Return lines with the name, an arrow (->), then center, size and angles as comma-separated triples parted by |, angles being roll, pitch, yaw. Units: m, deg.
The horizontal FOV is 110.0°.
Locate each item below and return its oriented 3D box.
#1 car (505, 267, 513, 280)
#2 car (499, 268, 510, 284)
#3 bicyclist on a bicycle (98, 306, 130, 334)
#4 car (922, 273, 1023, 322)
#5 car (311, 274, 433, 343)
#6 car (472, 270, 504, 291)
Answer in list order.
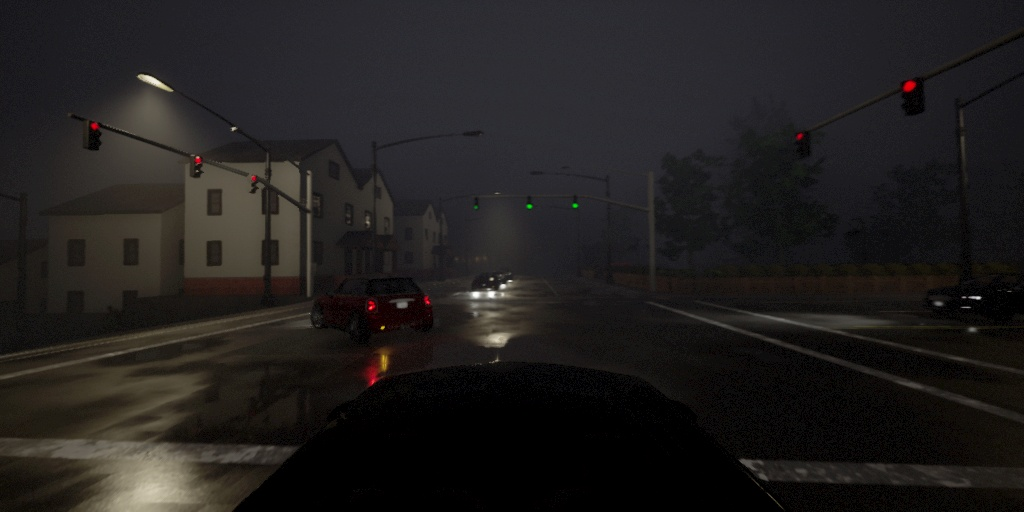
car -> -0.997, 2.386, 49.439 | 2.097, 1.767, 4.553 | -1, -1, 3
car -> -1.545, 2.310, 39.491 | 1.812, 1.442, 4.674 | -1, -1, 3
bicyclist on a bicycle -> -24.369, 3.877, 21.945 | 0.582, 1.620, 1.656 | -8, -2, 4
car -> 16.964, 1.324, 12.066 | 4.902, 1.511, 2.128 | -1, -1, 4
car -> -4.360, 1.377, 10.897 | 2.097, 1.767, 4.553 | 1, -2, -45
car -> -2.059, 2.100, 29.636 | 1.994, 1.385, 4.181 | -1, -1, 3
